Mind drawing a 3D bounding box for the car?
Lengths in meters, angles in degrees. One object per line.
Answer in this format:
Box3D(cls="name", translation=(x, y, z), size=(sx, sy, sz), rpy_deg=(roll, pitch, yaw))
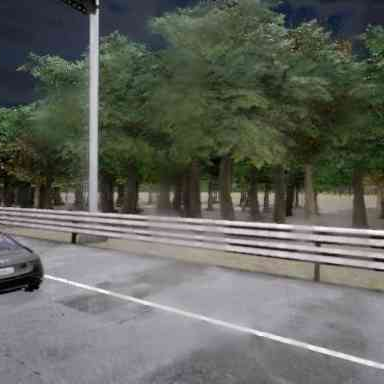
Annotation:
Box3D(cls="car", translation=(-5.276, 1.504, 7.631), size=(4.181, 1.385, 1.994), rpy_deg=(0, 0, 36))
